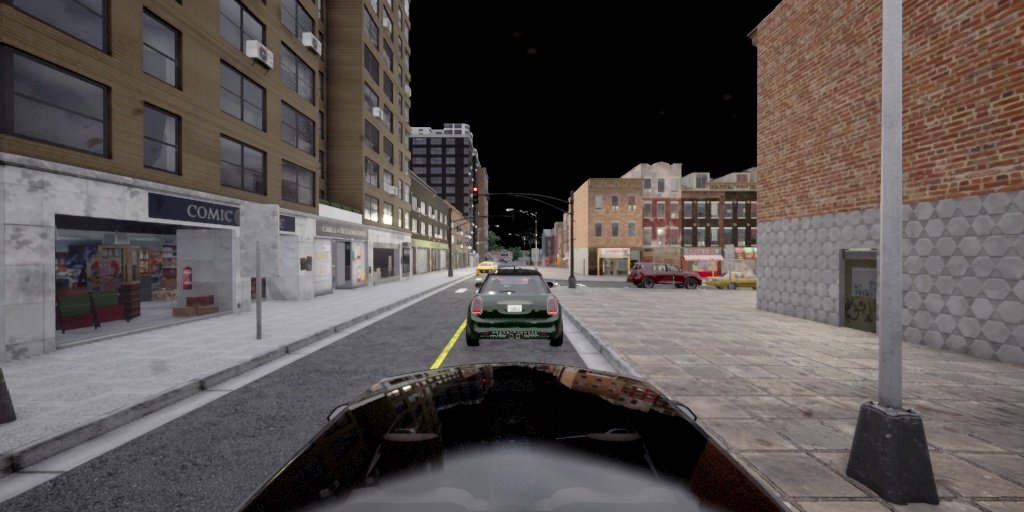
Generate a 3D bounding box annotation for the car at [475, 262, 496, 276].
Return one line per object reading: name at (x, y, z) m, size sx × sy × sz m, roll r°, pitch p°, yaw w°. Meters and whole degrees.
car at (-2.928, 1.426, 40.754) m, size 1.882 × 1.535 × 5.008 m, roll 0°, pitch -1°, yaw 1°

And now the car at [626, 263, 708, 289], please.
car at (10.744, 1.409, 25.589) m, size 5.009 × 1.841 × 2.192 m, roll 0°, pitch 0°, yaw 0°

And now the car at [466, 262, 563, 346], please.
car at (0.062, 1.108, 9.545) m, size 2.097 × 1.767 × 4.553 m, roll 0°, pitch 0°, yaw 0°

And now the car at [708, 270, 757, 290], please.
car at (16.459, 1.722, 25.591) m, size 4.829 × 1.417 × 1.751 m, roll 0°, pitch 0°, yaw 0°
